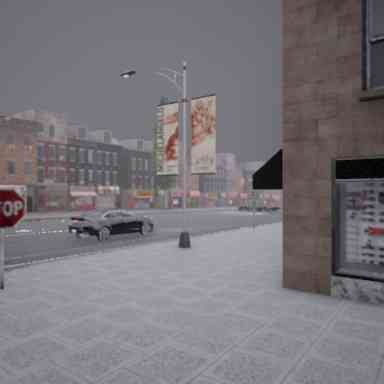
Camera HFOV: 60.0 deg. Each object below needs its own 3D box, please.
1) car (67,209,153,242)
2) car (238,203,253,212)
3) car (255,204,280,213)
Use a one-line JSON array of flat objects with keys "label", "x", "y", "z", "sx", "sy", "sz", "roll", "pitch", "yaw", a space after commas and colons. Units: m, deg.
[{"label": "car", "x": -4.091, "y": 1.629, "z": 17.471, "sx": 2.128, "sy": 1.511, "sz": 4.902, "roll": 0, "pitch": -1, "yaw": 35}, {"label": "car", "x": 9.151, "y": 2.446, "z": 53.110, "sx": 1.895, "sy": 1.301, "sz": 4.718, "roll": 0, "pitch": -1, "yaw": 35}, {"label": "car", "x": 11.806, "y": 2.448, "z": 51.235, "sx": 1.895, "sy": 1.301, "sz": 4.718, "roll": 0, "pitch": -1, "yaw": 35}]
